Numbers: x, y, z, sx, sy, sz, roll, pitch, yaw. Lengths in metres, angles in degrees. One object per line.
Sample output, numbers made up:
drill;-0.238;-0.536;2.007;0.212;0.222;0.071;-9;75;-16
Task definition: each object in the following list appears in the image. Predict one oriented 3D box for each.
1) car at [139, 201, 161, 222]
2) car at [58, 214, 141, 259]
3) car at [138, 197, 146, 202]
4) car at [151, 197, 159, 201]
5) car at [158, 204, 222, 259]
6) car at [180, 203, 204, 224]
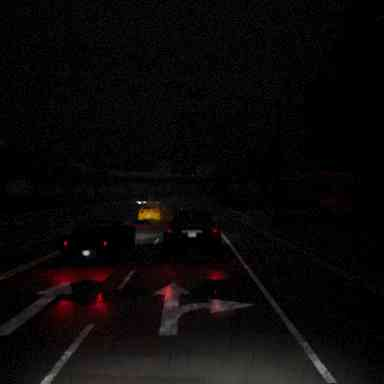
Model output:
car;-3.474;1.805;29.214;1.882;1.535;5.008;0;0;0
car;-3.485;1.750;13.223;1.895;1.301;4.718;0;-1;0
car;-13.994;2.116;93.617;1.994;1.385;4.181;0;0;0
car;-10.494;2.041;93.617;1.882;1.535;5.008;0;0;0
car;0.019;1.502;13.401;2.097;1.767;4.553;0;-1;0
car;0.025;1.804;29.158;1.882;1.535;5.008;0;0;0
